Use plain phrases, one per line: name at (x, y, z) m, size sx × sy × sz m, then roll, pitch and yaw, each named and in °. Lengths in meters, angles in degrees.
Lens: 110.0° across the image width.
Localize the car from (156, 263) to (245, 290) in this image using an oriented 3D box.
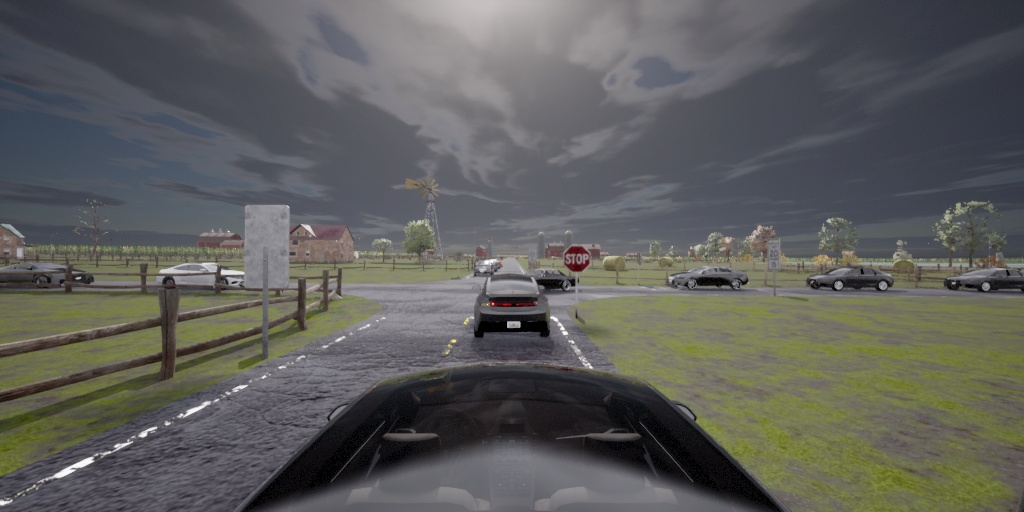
car at (-17.233, 1.103, 20.227) m, size 4.674 × 1.442 × 1.812 m, roll 1°, pitch -1°, yaw -1°

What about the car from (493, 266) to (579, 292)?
car at (1.510, 1.369, 20.305) m, size 4.718 × 1.301 × 1.895 m, roll 1°, pitch 0°, yaw -35°

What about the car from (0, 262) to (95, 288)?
car at (-26.353, 1.048, 20.110) m, size 4.181 × 1.385 × 1.994 m, roll 1°, pitch -1°, yaw -1°

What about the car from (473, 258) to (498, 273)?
car at (-2.838, 1.243, 36.948) m, size 2.128 × 1.511 × 4.902 m, roll 0°, pitch 0°, yaw 0°

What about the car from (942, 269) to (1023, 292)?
car at (31.715, 1.587, 23.807) m, size 4.892 × 1.490 × 1.837 m, roll 1°, pitch -1°, yaw -1°

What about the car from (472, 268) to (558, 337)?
car at (-0.069, 1.256, 10.260) m, size 1.837 × 1.490 × 4.892 m, roll 0°, pitch 0°, yaw -3°

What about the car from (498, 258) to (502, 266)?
car at (-2.826, 1.241, 46.394) m, size 2.128 × 1.511 × 4.902 m, roll 0°, pitch 0°, yaw 0°

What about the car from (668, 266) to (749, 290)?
car at (12.811, 1.397, 23.527) m, size 4.902 × 1.511 × 2.128 m, roll 1°, pitch -1°, yaw -2°

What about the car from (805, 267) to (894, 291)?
car at (22.212, 1.499, 23.692) m, size 4.892 × 1.490 × 1.837 m, roll 1°, pitch -1°, yaw -1°
